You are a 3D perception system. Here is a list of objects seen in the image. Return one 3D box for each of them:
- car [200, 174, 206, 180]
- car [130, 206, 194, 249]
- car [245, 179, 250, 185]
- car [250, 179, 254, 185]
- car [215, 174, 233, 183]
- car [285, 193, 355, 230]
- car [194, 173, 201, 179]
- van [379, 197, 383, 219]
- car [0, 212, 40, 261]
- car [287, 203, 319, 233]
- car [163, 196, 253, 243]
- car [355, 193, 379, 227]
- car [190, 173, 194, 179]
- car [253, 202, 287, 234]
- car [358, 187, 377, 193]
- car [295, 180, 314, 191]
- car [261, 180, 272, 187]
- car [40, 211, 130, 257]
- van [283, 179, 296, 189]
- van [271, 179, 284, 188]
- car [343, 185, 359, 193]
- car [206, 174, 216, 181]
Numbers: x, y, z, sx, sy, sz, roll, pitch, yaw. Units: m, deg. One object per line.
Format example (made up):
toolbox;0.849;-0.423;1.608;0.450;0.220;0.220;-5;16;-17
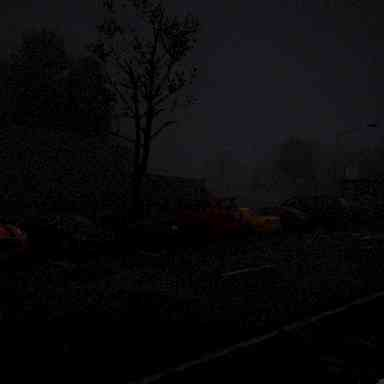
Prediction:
car;5.127;-3.848;89.709;2.185;1.767;4.553;6;3;34
car;-2.633;1.526;14.682;4.792;1.488;2.163;-1;-1;34
car;13.894;-2.315;77.486;2.002;1.452;4.674;7;3;35
car;15.640;-2.041;75.026;2.002;1.452;4.674;7;3;35
car;8.779;-3.174;84.989;1.946;1.575;5.366;7;3;34
car;7.156;1.264;21.653;5.566;2.045;2.435;-1;-1;35
car;3.394;-4.083;92.177;2.185;1.767;4.553;4;1;33
van;12.203;1.298;25.034;4.442;1.987;1.878;-1;-1;35
car;-7.515;1.367;11.203;4.553;1.767;2.185;-1;-1;34
car;4.731;1.550;19.892;4.674;1.452;2.002;-1;-1;35
car;-0.191;1.249;16.430;5.566;2.045;2.435;-1;-1;34
car;9.667;1.269;23.361;5.566;2.045;2.435;-1;-1;35
car;1.619;-4.360;94.522;2.435;2.045;5.566;1;-1;34
car;2.126;1.504;18.261;5.366;1.575;1.946;-1;-1;34
car;29.462;0.138;55.301;2.002;1.452;4.674;7;3;35
car;22.547;-0.990;65.150;2.231;1.521;4.892;7;3;35
car;17.474;-1.810;72.708;1.946;1.575;5.366;7;3;35
car;-5.051;1.495;12.932;4.892;1.521;2.231;-1;-1;34
van;20.784;-1.489;67.510;1.878;1.987;4.442;7;4;35
van;19.052;-1.762;69.979;1.878;1.987;4.442;7;4;35
car;27.768;-0.424;57.771;2.435;2.045;5.566;7;3;35
car;6.924;-3.697;87.246;2.435;2.045;5.566;7;3;34
